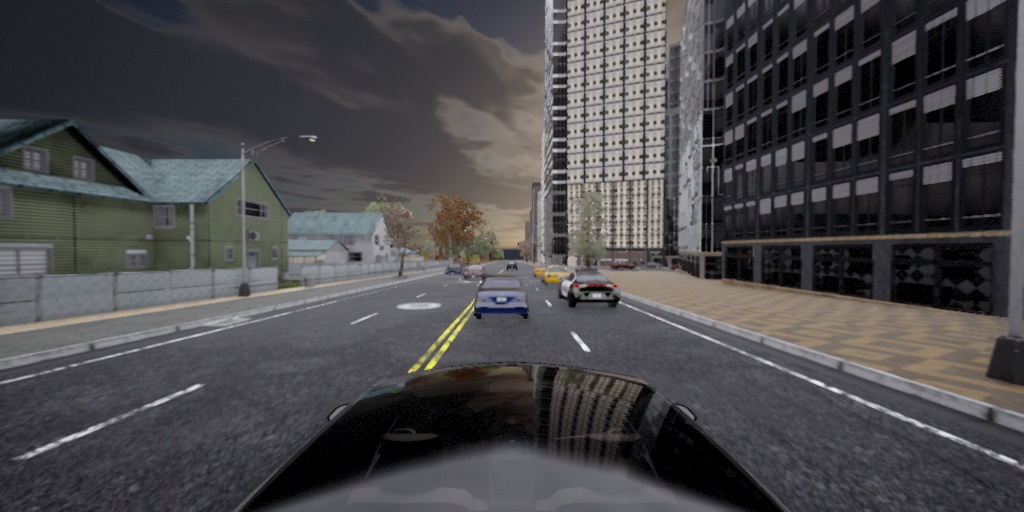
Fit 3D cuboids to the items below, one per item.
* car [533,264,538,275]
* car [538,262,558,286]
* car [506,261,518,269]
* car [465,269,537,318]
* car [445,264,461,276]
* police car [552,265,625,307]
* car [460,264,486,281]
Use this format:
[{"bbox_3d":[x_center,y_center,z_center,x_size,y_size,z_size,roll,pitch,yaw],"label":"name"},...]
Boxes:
[{"bbox_3d":[3.246,1.470,38.304,1.801,1.575,5.366,0,0,0],"label":"car"},{"bbox_3d":[3.247,1.388,27.300,1.801,1.575,5.366,0,0,0],"label":"car"},{"bbox_3d":[0.033,1.684,62.284,1.882,1.535,5.008,0,0,1],"label":"car"},{"bbox_3d":[-0.336,1.378,13.351,2.033,1.411,5.357,0,0,-1],"label":"car"},{"bbox_3d":[-6.597,1.592,42.373,2.033,1.411,5.357,0,0,0],"label":"car"},{"bbox_3d":[3.249,1.356,16.106,2.038,1.542,4.974,0,0,0],"label":"police car"},{"bbox_3d":[-3.349,1.501,33.371,1.812,1.442,4.674,0,0,0],"label":"car"}]
